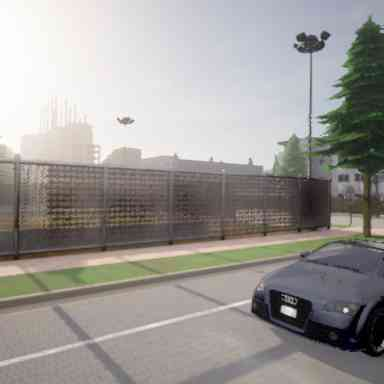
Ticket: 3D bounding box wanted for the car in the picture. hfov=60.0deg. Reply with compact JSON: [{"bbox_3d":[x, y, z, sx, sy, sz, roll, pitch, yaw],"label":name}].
[{"bbox_3d":[3.086,1.635,6.169,4.181,1.385,1.994,1,0,-35],"label":"car"}]
